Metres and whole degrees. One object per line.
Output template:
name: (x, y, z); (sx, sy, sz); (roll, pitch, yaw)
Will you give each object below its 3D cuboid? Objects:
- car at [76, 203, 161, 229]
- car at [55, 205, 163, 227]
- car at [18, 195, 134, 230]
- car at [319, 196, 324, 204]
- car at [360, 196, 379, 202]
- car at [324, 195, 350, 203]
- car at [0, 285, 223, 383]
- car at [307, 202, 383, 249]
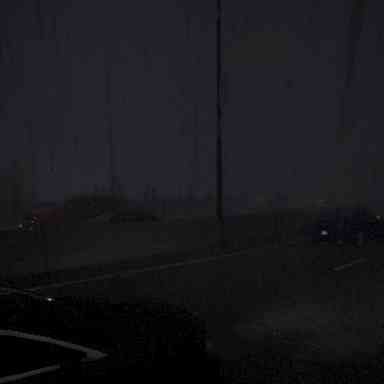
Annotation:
car: (-4.890, 1.524, 22.808); (5.357, 1.411, 2.033); (0, 0, -42)
car: (-3.351, 1.511, 14.968); (4.674, 1.442, 1.812); (0, 0, -40)
car: (-5.889, 1.215, 17.338); (5.566, 2.045, 2.150); (0, 0, -40)
car: (22.165, 1.262, 54.026); (1.837, 1.490, 4.892); (0, 0, 40)
car: (24.758, 1.288, 46.203); (1.812, 1.442, 4.674); (0, 0, 40)
car: (20.819, 1.272, 46.939); (2.128, 1.511, 4.902); (0, 0, 40)
car: (-1.941, 1.497, 2.520); (4.902, 1.511, 2.128); (0, 0, -36)
car: (6.868, 1.409, 14.489); (5.008, 1.535, 1.882); (0, 0, -44)
